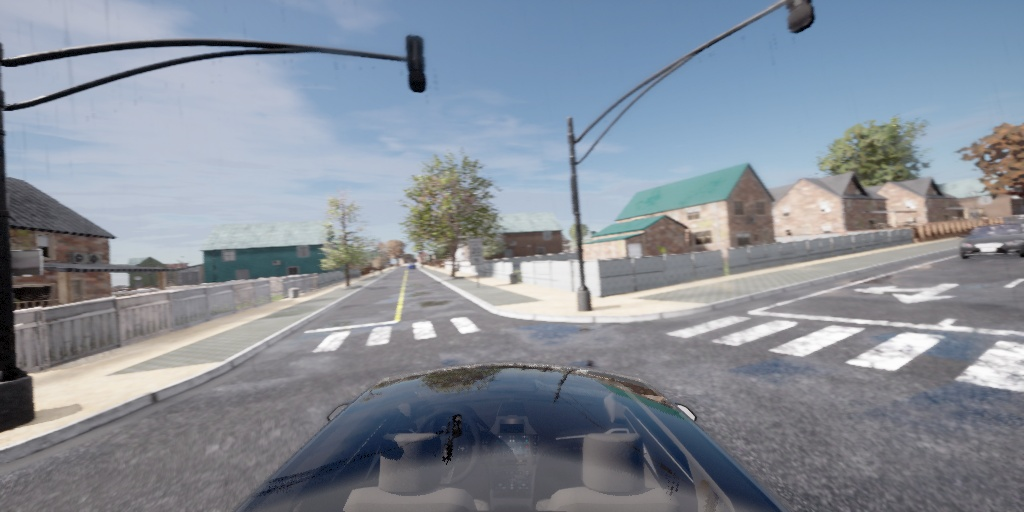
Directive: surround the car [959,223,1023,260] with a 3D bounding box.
[{"bbox_3d":[22.457,-0.719,16.471,4.902,1.511,2.128,-5,-1,-28],"label":"car"}]
